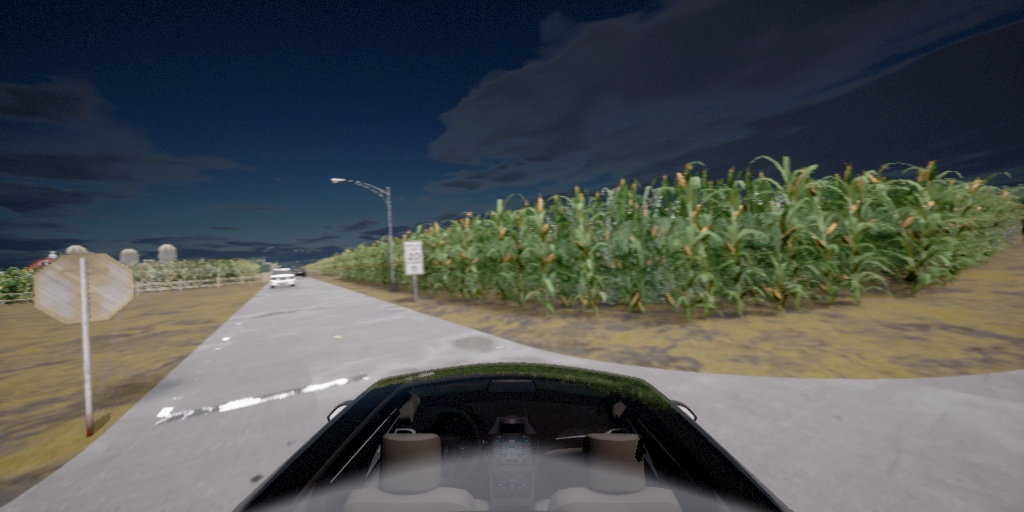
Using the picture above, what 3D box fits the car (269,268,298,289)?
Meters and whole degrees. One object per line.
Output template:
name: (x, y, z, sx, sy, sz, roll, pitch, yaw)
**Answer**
car: (-25.317, 2.421, 39.612, 2.150, 2.045, 5.566, -3, 0, -32)
